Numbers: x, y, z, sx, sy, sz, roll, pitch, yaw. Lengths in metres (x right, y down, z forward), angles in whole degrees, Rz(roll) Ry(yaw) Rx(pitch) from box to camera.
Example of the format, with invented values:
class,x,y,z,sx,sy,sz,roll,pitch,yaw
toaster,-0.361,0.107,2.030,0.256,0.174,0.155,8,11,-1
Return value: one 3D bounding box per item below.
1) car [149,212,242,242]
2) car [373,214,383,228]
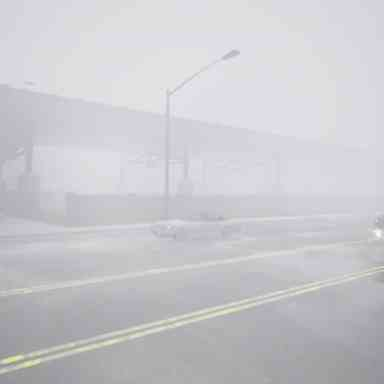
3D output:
class,x,y,z,sx,sy,sz,roll,pitch,yaw
car,0.238,1.700,17.056,4.718,1.301,1.895,1,0,-35
car,14.718,1.798,23.080,5.357,1.411,2.033,1,0,-35
